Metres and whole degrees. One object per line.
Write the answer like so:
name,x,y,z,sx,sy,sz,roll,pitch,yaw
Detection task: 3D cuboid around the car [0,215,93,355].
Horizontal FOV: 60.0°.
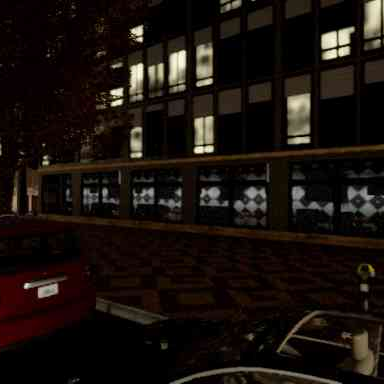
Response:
car,-3.741,1.315,5.542,5.009,1.841,2.192,0,0,36

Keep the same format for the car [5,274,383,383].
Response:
car,0.873,1.551,2.251,4.403,1.369,2.008,0,0,36
